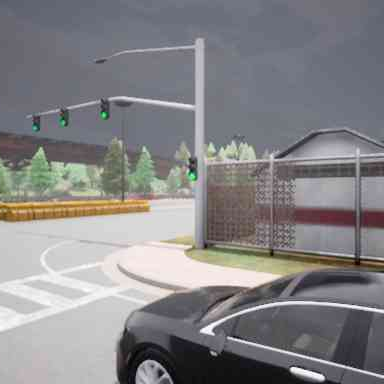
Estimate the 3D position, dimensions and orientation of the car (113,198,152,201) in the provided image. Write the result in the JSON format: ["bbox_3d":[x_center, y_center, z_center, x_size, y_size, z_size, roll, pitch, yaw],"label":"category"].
[{"bbox_3d":[-6.802,1.135,41.890,2.150,2.045,5.566,0,0,34],"label":"car"}]

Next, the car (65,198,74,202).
[{"bbox_3d":[-15.389,1.506,35.354,1.895,1.301,4.718,0,0,34],"label":"car"}]

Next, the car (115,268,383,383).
[{"bbox_3d":[1.364,1.503,3.035,4.892,1.490,1.837,0,0,36],"label":"car"}]

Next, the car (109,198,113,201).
[{"bbox_3d":[-9.696,1.452,43.869,2.033,1.411,5.357,0,0,34],"label":"car"}]

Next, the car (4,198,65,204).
[{"bbox_3d":[-14.368,1.479,30.575,1.994,1.385,4.181,0,0,33],"label":"car"}]

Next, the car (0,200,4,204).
[{"bbox_3d":[-21.163,1.247,33.015,2.097,1.767,4.553,0,0,34],"label":"car"}]
